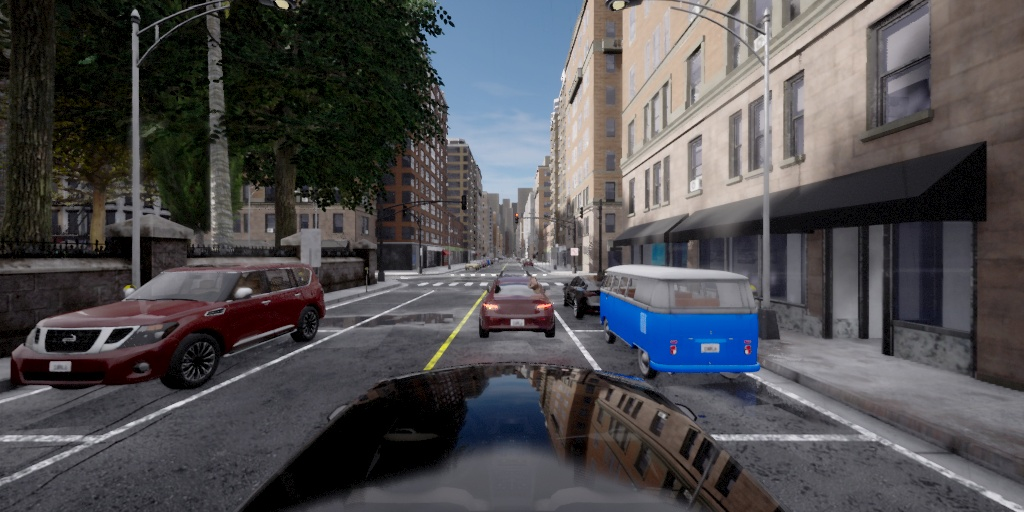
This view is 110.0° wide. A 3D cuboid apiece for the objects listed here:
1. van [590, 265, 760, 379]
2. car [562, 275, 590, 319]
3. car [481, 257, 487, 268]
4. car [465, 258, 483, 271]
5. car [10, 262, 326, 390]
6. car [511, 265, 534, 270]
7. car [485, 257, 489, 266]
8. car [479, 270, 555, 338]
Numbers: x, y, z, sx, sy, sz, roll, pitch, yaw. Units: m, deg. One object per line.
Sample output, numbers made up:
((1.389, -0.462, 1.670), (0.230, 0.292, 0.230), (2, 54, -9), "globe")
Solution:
((2.870, 1.092, 7.027), (1.690, 1.789, 3.998), (0, 0, 0), "van")
((2.884, 1.317, 12.687), (1.948, 1.339, 4.313), (0, 0, 0), "car")
((-5.534, 1.289, 56.147), (2.007, 1.370, 4.403), (0, 0, 0), "car")
((-5.548, 1.264, 50.526), (1.751, 1.417, 4.829), (0, 0, 0), "car")
((-5.655, 1.065, 7.008), (2.192, 1.841, 5.009), (0, 0, 0), "car")
((0.118, 1.351, 18.890), (1.895, 1.301, 4.718), (0, 0, -1), "car")
((-5.520, 1.285, 61.598), (1.888, 1.381, 4.507), (0, 0, 0), "car")
((0.126, 1.277, 10.068), (1.812, 1.442, 4.674), (0, 0, 0), "car")
